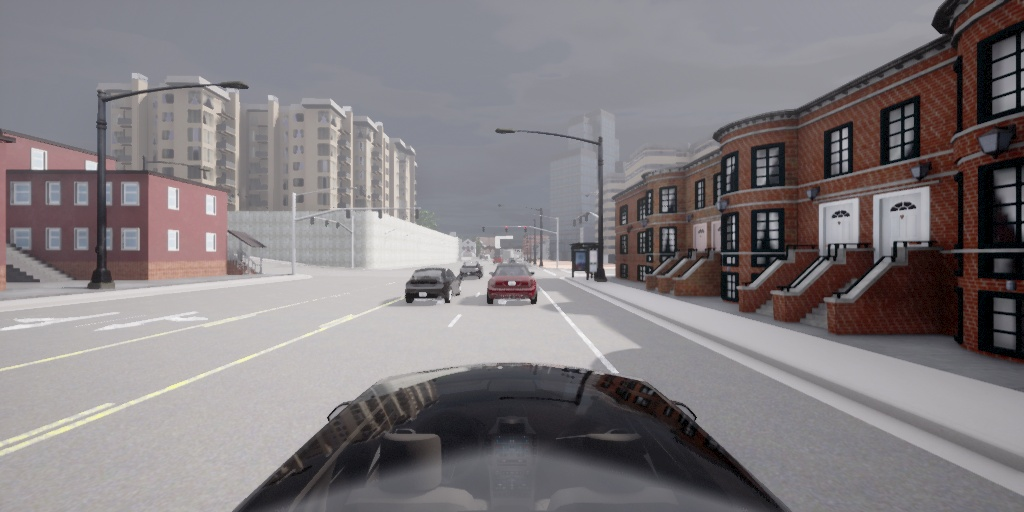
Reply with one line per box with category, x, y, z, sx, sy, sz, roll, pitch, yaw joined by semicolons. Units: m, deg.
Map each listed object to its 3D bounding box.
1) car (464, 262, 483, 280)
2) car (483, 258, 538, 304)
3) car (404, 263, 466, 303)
car;-3.500;1.243;31.500;2.128;1.511;4.902;0;0;0
car;0.000;1.114;16.470;2.097;1.767;4.553;0;0;0
car;-3.500;1.264;16.500;1.837;1.490;4.892;0;0;0
